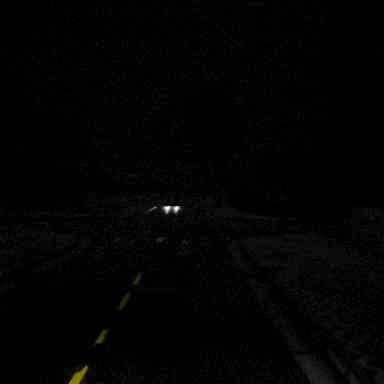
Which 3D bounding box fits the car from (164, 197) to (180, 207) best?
[{"bbox_3d":[-2.718,1.359,46.250,1.994,1.385,4.181,0,1,0],"label":"car"}]
